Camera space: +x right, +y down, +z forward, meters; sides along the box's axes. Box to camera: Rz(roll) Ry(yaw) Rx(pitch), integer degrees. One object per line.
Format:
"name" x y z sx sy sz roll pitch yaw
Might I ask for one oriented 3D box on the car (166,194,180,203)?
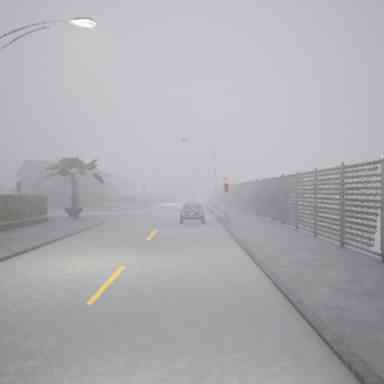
"car" -4.039 1.392 65.104 2.128 1.511 4.902 0 0 0

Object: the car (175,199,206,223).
"car" 0.038 1.507 25.014 2.033 1.411 5.357 0 0 0

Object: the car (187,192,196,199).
"car" -0.030 1.404 79.598 2.033 1.411 5.357 0 0 0

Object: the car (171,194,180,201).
"car" -4.031 1.343 80.588 1.882 1.535 5.008 0 0 0

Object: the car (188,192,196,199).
"car" -0.035 0.913 90.047 2.150 2.045 5.566 0 0 0
